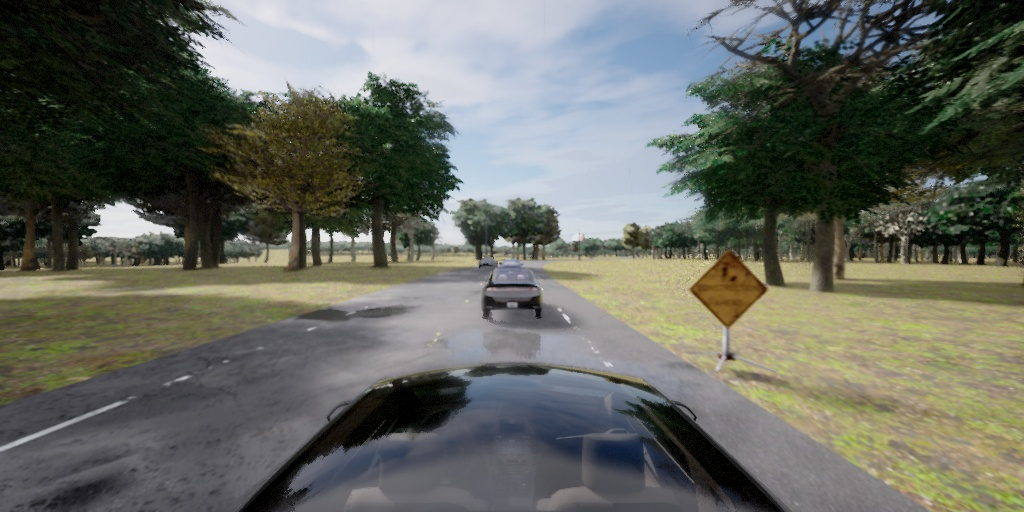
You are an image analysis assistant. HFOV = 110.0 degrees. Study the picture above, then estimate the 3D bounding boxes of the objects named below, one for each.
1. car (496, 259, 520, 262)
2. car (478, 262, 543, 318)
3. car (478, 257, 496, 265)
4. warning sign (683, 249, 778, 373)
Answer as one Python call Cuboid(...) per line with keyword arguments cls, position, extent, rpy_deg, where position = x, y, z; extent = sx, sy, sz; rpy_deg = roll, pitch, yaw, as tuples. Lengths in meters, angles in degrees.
Cuboid(cls="car", position=(-0.013, 0.974, 28.596), extent=(1.812, 1.442, 4.674), rpy_deg=(0, 1, 1))
Cuboid(cls="car", position=(0.002, 1.129, 12.431), extent=(2.128, 1.511, 4.902), rpy_deg=(0, 1, 0))
Cuboid(cls="car", position=(-2.969, 0.837, 44.639), extent=(1.994, 1.385, 4.181), rpy_deg=(0, 1, 5))
Cuboid(cls="warning sign", position=(3.528, 0.820, 5.910), extent=(1.300, 1.860, 1.060), rpy_deg=(0, 0, -1))
